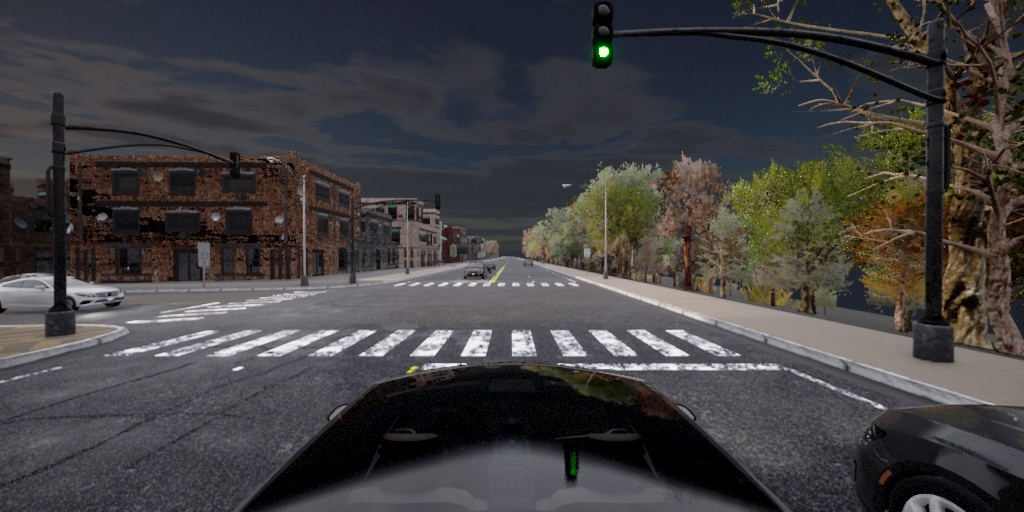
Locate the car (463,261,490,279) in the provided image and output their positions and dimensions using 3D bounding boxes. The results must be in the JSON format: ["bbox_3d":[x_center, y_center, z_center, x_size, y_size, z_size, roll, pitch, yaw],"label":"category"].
[{"bbox_3d":[-3.307,1.297,33.034,1.837,1.490,4.892,0,0,0],"label":"car"}]

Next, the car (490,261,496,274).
[{"bbox_3d":[-3.314,1.408,42.955,1.895,1.301,4.718,0,0,0],"label":"car"}]

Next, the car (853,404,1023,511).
[{"bbox_3d":[3.347,1.254,0.515,1.837,1.490,4.892,0,0,0],"label":"car"}]

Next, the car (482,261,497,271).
[{"bbox_3d":[-3.312,1.422,53.052,1.895,1.301,4.718,0,0,0],"label":"car"}]

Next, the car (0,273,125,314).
[{"bbox_3d":[-19.500,1.590,15.273,4.674,1.442,1.812,-1,1,-1],"label":"car"}]
